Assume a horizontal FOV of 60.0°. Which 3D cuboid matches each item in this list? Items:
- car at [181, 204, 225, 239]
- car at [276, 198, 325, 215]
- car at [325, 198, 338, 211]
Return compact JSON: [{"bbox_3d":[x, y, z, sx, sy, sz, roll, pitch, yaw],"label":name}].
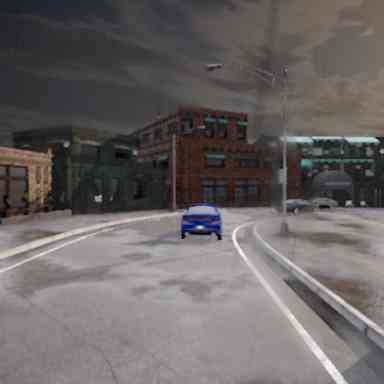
[{"bbox_3d":[0.592,1.365,16.824,1.882,1.535,5.008,0,0,6],"label":"car"},{"bbox_3d":[10.303,1.386,32.296,5.008,1.535,1.882,1,0,-35],"label":"car"},{"bbox_3d":[14.372,1.413,38.174,4.902,1.511,2.128,1,1,-16],"label":"car"}]
